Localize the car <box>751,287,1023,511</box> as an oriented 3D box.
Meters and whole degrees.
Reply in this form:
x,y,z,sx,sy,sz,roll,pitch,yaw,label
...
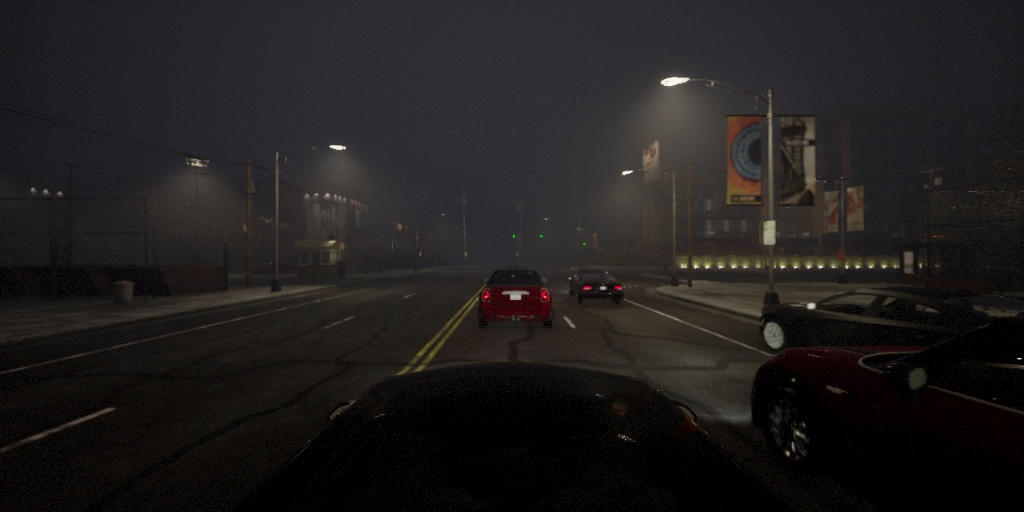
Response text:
x,y,z,sx,sy,sz,roll,pitch,yaw,label
3.598,1.102,1.953,2.097,1.767,4.553,0,0,0,car

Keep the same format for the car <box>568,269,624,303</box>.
x,y,z,sx,sy,sz,roll,pitch,yaw,label
3.761,1.331,16.756,2.033,1.411,5.357,0,0,3,car

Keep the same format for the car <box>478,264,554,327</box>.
x,y,z,sx,sy,sz,roll,pitch,yaw,label
0.097,1.125,11.706,2.097,1.767,4.553,0,0,0,car
